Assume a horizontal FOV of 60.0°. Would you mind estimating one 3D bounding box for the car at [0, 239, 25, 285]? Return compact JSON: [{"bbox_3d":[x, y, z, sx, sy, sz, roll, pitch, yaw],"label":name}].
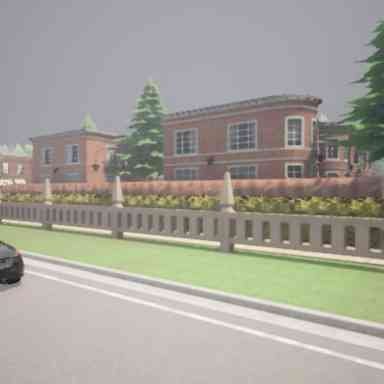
[{"bbox_3d":[-5.994,1.535,8.226,4.181,1.385,1.994,0,0,36],"label":"car"}]
